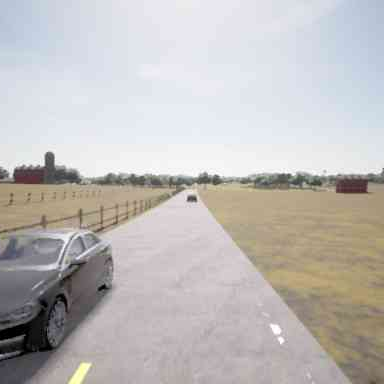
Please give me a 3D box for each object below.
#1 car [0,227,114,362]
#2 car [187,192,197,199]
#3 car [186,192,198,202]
[{"bbox_3d":[-2.811,1.486,6.249,2.128,1.511,4.902,0,0,0],"label":"car"},{"bbox_3d":[0.015,0.779,71.850,2.033,1.411,5.357,0,1,0],"label":"car"},{"bbox_3d":[-0.003,0.993,61.427,1.882,1.535,5.008,0,1,0],"label":"car"}]
